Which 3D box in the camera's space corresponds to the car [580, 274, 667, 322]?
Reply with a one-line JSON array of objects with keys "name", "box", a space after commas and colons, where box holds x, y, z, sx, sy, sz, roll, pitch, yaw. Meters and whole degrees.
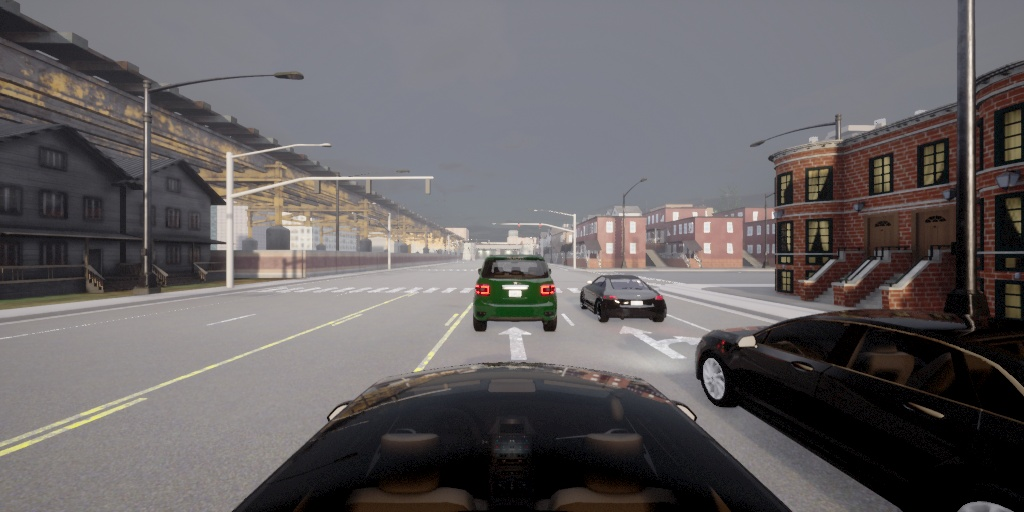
[{"name": "car", "box": [3.586, 1.314, 12.235, 1.994, 1.385, 4.181, 0, 0, 1]}]

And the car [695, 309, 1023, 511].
[{"name": "car", "box": [3.599, 1.255, 3.323, 1.837, 1.490, 4.892, 0, 0, 0]}]

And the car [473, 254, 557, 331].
[{"name": "car", "box": [0.086, 0.971, 11.066, 2.150, 2.045, 5.566, 0, 0, 0]}]
